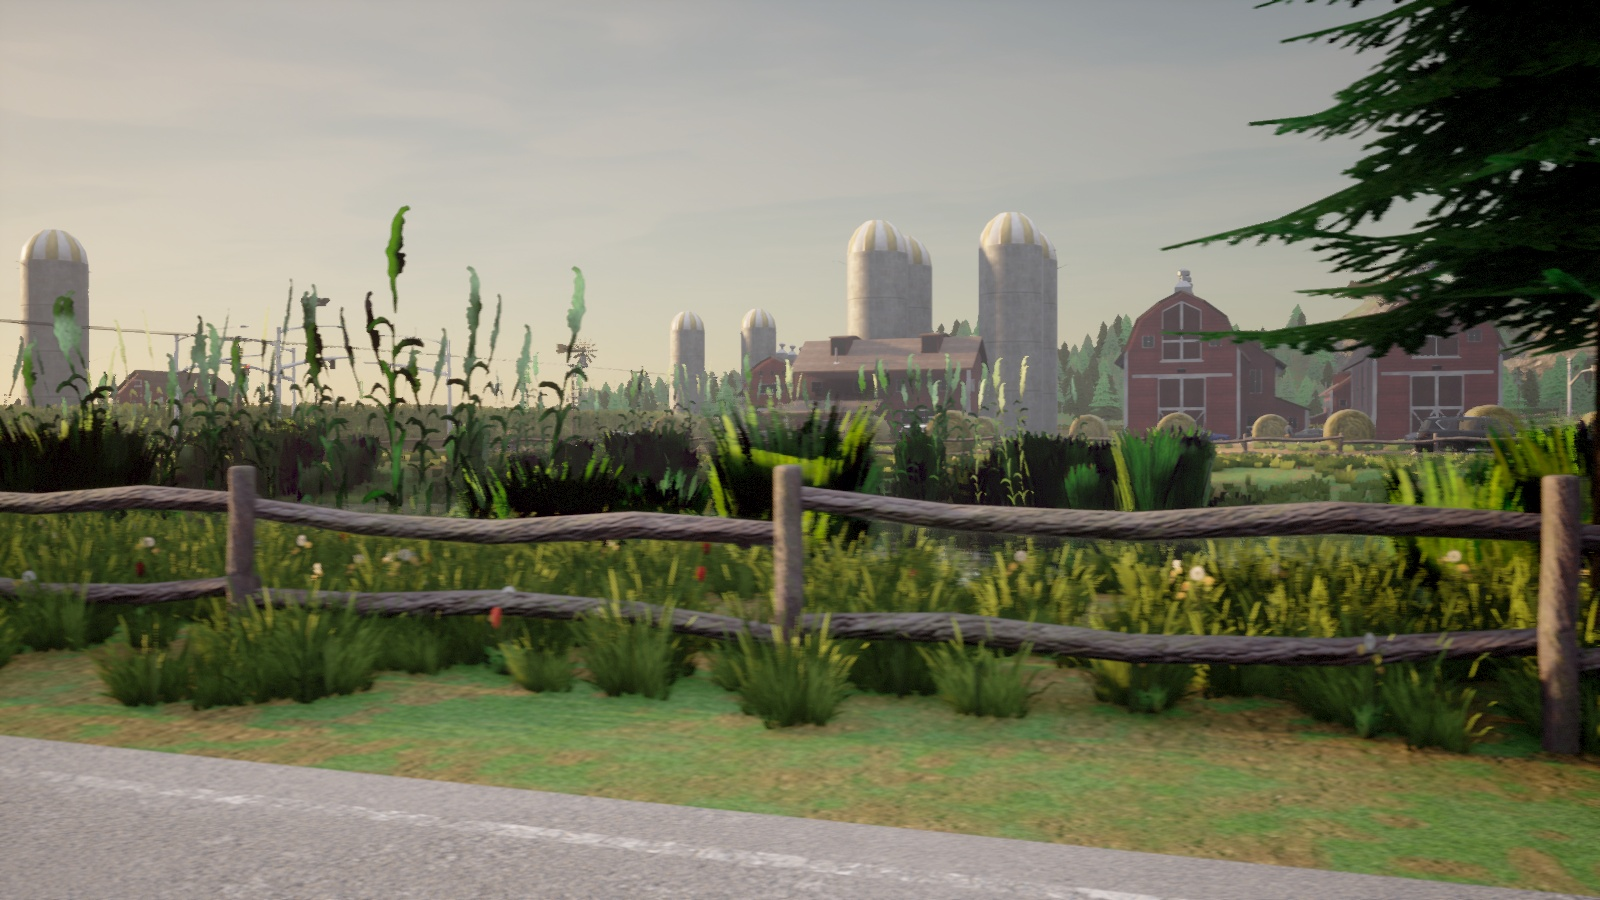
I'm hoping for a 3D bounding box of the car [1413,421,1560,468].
[{"bbox_3d":[30.686,-0.266,56.328,5.566,2.045,2.150,1,1,22],"label":"car"}]
